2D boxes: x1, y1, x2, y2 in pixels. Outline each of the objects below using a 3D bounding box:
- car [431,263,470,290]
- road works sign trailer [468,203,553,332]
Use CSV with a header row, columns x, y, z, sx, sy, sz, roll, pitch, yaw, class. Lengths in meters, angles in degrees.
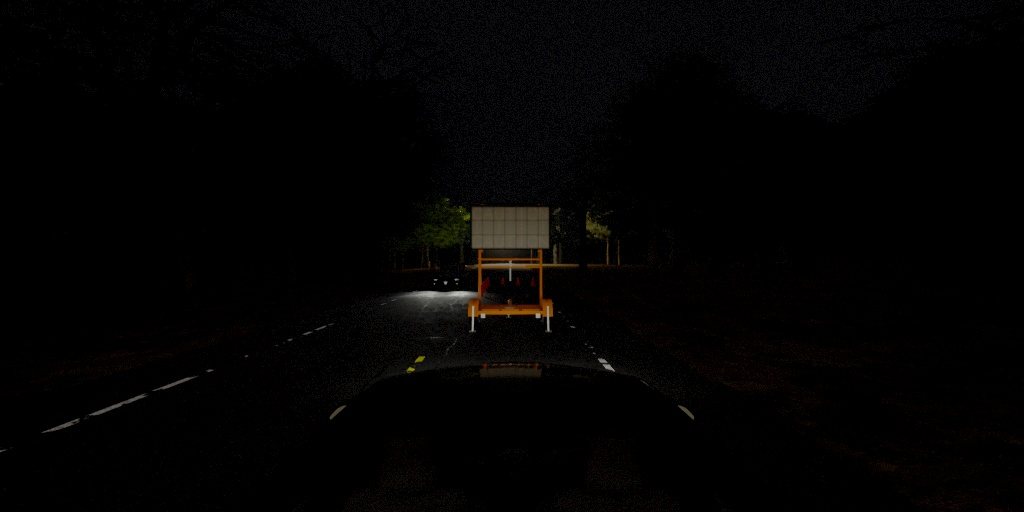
x,y,z,sx,sy,sz,roll,pitch,yaw,class
-3.707,1.238,22.346,1.837,1.490,4.892,0,0,0,car
-0.047,0.213,10.855,2.380,3.560,2.880,0,0,0,road works sign trailer
